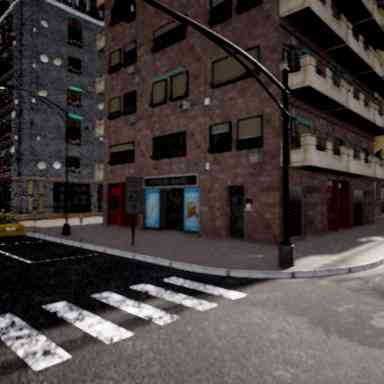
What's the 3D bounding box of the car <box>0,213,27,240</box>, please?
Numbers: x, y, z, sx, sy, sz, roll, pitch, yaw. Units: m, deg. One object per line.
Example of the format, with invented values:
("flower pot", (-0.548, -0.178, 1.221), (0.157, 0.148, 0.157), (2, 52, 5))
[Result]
("car", (-10.509, 1.796, 17.951), (4.829, 1.417, 1.752), (-1, -2, 44))
